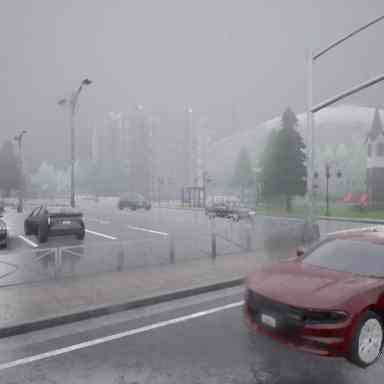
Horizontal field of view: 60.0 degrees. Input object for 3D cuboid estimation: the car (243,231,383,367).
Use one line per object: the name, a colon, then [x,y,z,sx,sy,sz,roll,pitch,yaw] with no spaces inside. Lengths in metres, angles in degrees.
car: [3.132,1.477,5.906,5.008,1.535,1.882,0,0,-33]

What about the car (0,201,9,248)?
car: [-8.884,1.331,13.426,2.152,1.636,5.027,0,0,-36]

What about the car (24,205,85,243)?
car: [-6.372,1.340,15.306,2.007,1.523,4.514,0,0,-36]

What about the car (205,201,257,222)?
car: [3.010,1.491,26.344,2.128,1.511,4.902,0,0,-36]

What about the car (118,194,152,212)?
car: [-6.950,1.221,39.879,2.150,2.045,5.566,0,0,-36]
